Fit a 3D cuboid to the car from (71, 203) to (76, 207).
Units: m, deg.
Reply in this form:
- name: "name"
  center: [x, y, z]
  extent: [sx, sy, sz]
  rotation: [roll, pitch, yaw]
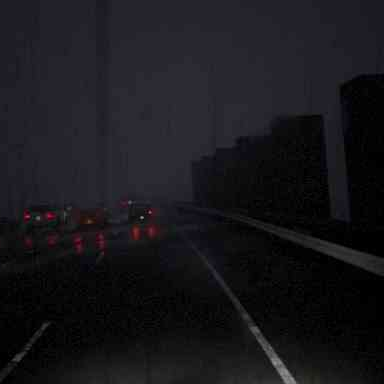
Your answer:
- name: "car"
  center: [-15.292, 2.153, 41.772]
  extent: [2.097, 1.767, 4.553]
  rotation: [-5, 1, -17]

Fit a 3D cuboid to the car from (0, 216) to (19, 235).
- name: "car"
  center: [-14.550, 2.536, 25.316]
  extent: [1.895, 1.301, 4.718]
  rotation: [-5, 1, -12]

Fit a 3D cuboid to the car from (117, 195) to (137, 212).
- name: "car"
  center: [-8.285, 1.415, 42.723]
  extent: [2.150, 2.045, 5.566]
  rotation: [-5, 1, -17]

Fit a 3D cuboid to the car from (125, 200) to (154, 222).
- name: "car"
  center: [-4.242, 1.635, 27.102]
  extent: [1.895, 1.301, 4.718]
  rotation: [-5, 1, -12]

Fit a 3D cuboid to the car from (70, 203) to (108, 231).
- name: "car"
  center: [-7.249, 1.802, 24.311]
  extent: [1.882, 1.535, 5.008]
  rotation: [-5, 1, -11]

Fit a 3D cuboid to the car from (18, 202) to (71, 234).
- name: "car"
  center: [-11.021, 1.856, 25.317]
  extent: [2.150, 2.045, 5.566]
  rotation: [-5, 1, -12]

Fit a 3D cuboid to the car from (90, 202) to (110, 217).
- name: "car"
  center: [-10.881, 2.003, 39.304]
  extent: [2.033, 1.411, 5.357]
  rotation: [-5, 1, -16]

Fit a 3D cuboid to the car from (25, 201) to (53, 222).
- name: "car"
  center: [-18.551, 2.317, 40.554]
  extent: [2.150, 2.045, 5.566]
  rotation: [-5, 1, -17]
